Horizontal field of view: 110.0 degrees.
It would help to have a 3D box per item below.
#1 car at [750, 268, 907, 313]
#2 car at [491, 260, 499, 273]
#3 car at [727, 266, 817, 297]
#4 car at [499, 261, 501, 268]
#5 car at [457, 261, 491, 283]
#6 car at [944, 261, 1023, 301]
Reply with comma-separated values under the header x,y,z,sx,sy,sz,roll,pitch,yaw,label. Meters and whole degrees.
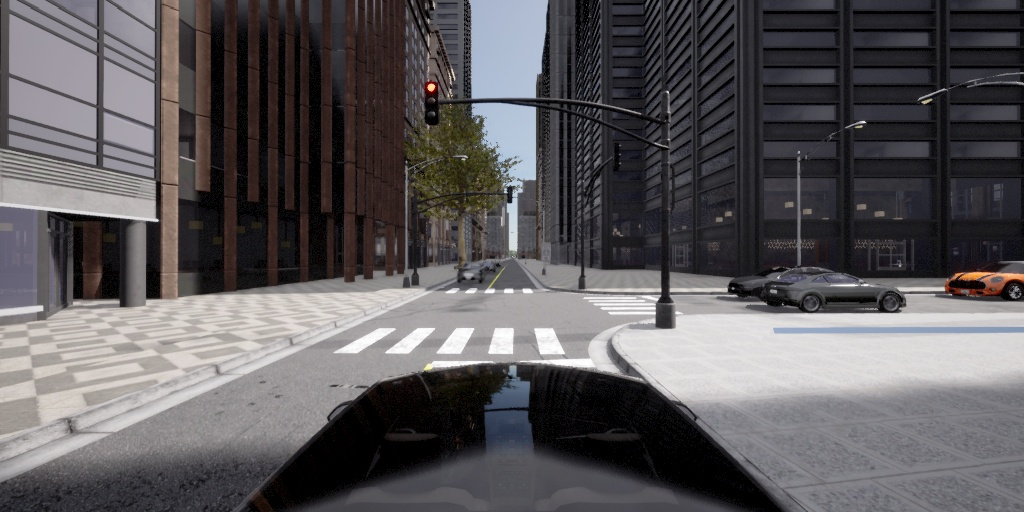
x,y,z,sx,sy,sz,roll,pitch,yaw,label
11.556,1.256,13.090,4.181,1.385,1.994,0,0,0,car
-2.976,1.332,43.660,1.994,1.385,4.181,0,0,0,car
12.413,1.206,16.191,4.892,1.490,1.837,0,0,0,car
-2.829,1.417,62.579,1.895,1.301,4.718,0,0,0,car
-3.028,1.245,27.403,2.128,1.511,4.902,0,0,0,car
22.696,1.016,16.186,4.553,1.767,2.097,0,0,0,car
